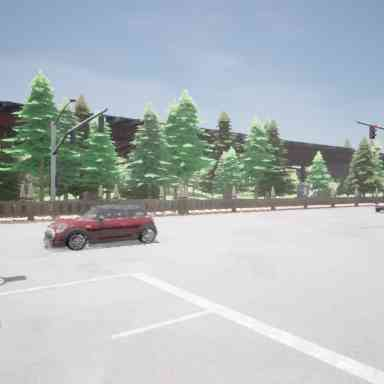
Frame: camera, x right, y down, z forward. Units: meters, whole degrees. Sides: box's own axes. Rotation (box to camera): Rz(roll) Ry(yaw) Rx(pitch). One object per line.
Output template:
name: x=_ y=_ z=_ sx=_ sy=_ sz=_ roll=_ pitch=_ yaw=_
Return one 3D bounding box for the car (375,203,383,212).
car: x=22.421 y=1.599 z=37.265 sx=4.718 sy=1.301 sz=1.895 roll=0 pitch=0 yaw=-36

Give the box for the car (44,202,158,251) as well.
car: x=-3.796 y=1.355 z=14.192 sx=4.553 sy=1.767 sz=2.097 roll=0 pitch=0 yaw=-36
